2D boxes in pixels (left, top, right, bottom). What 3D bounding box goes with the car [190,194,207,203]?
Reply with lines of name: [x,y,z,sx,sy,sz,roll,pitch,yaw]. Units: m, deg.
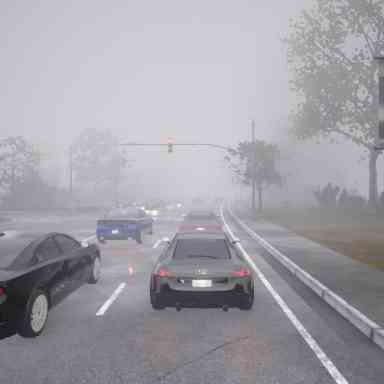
car: [1.265,1.505,66.471,1.837,1.490,4.892,0,0,8]

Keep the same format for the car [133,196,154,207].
car: [-7.667,1.491,52.660,2.128,1.511,4.902,0,0,6]

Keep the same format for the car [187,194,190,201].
car: [-0.817,1.344,77.216,2.097,1.767,4.553,0,0,9]

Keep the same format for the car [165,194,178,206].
car: [-4.026,1.505,53.811,1.837,1.490,4.892,0,0,7]

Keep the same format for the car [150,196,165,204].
car: [-6.477,1.564,62.600,1.994,1.385,4.181,0,0,7]

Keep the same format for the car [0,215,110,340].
car: [-3.303,1.478,6.655,1.882,1.535,5.008,0,0,1]

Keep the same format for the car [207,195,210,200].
car: [3.974,1.478,84.654,1.882,1.535,5.008,0,0,10]

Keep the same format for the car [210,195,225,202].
car: [5.813,1.472,74.296,1.882,1.535,5.008,0,0,9]

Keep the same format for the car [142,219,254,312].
car: [0.216,1.564,7.818,1.994,1.385,4.181,0,0,1]

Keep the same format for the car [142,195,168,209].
car: [-4.960,1.491,44.558,2.128,1.511,4.902,0,0,5]

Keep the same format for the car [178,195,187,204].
car: [-2.783,1.601,63.860,1.895,1.301,4.718,0,0,8]

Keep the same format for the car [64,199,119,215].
car: [-10.231,1.492,33.246,4.902,1.511,2.128,0,0,-4]

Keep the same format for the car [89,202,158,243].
car: [-3.068,1.478,16.054,1.882,1.535,5.008,0,0,2]

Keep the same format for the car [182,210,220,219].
car: [0.440,1.564,16.218,1.994,1.385,4.181,0,0,2]

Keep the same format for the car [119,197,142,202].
car: [-8.572,1.491,43.477,2.128,1.511,4.902,0,0,5]
